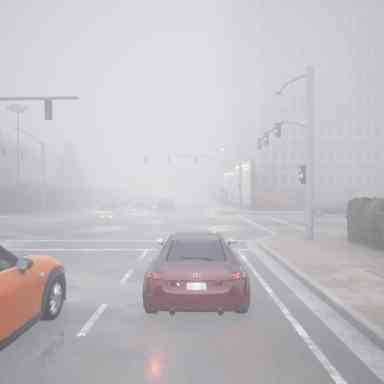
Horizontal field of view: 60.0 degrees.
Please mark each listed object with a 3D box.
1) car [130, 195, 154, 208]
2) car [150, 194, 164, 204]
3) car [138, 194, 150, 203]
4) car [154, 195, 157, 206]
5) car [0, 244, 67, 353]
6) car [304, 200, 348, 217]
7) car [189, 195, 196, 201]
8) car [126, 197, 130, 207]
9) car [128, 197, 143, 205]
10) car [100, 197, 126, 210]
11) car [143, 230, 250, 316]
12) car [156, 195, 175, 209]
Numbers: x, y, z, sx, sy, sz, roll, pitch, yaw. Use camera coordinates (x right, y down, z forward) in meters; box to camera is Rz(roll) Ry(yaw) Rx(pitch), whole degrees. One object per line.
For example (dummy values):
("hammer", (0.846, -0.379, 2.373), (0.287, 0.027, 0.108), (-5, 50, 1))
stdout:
("car", (-7.012, 1.352, 47.065), (2.097, 1.767, 4.553), (0, 0, 0))
("car", (-6.922, 1.352, 66.085), (2.097, 1.767, 4.553), (0, 0, 1))
("car", (-10.387, 1.355, 72.246), (2.097, 1.767, 4.553), (0, 0, 0))
("car", (-6.995, 1.505, 56.007), (1.837, 1.490, 4.892), (0, 0, 0))
("car", (-3.433, 1.352, 4.461), (2.097, 1.767, 4.553), (0, 0, 1))
("car", (13.142, 1.547, 31.381), (4.902, 1.511, 2.128), (0, 0, 0))
("car", (0.132, 1.552, 84.548), (1.994, 1.385, 4.181), (0, 0, 0))
("car", (-10.507, 1.477, 52.616), (1.882, 1.535, 5.008), (0, 0, 0))
("car", (-10.460, 1.601, 61.916), (1.895, 1.301, 4.718), (0, 0, 0))
("car", (-10.535, 1.491, 43.467), (2.128, 1.511, 4.902), (0, 0, 1))
("car", (0.089, 1.564, 7.634), (1.994, 1.385, 4.181), (0, 0, 0))
("car", (-3.309, 1.477, 44.304), (1.882, 1.535, 5.008), (0, 0, 0))
